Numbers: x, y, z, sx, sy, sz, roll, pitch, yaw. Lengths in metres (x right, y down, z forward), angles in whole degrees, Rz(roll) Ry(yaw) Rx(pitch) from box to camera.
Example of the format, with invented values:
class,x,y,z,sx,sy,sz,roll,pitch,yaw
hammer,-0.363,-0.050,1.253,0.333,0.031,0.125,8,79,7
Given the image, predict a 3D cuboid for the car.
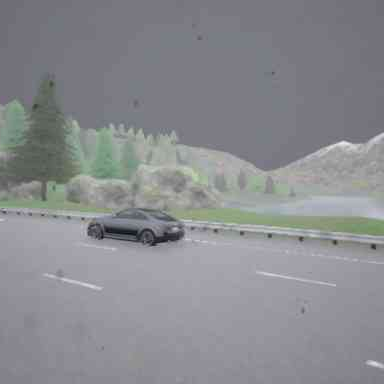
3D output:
class,x,y,z,sx,sy,sz,roll,pitch,yaw
car,-2.349,1.361,13.859,4.181,1.385,1.994,1,1,31
